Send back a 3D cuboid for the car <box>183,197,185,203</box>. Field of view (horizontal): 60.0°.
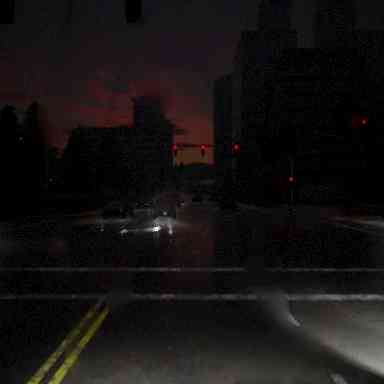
[{"bbox_3d":[-2.504,1.553,66.535,1.895,1.301,4.718,0,0,1],"label":"car"}]

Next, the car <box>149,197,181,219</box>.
[{"bbox_3d":[-2.441,1.471,29.185,2.128,1.511,4.902,0,0,-6],"label":"car"}]

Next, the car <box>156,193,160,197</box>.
[{"bbox_3d":[-5.976,1.175,67.797,2.150,2.045,5.566,0,0,1],"label":"car"}]

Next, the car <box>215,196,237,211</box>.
[{"bbox_3d":[4.376,1.518,40.982,2.033,1.411,5.357,0,0,0],"label":"car"}]

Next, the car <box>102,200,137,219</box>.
[{"bbox_3d":[-6.453,1.456,29.389,1.882,1.535,5.008,0,0,1],"label":"car"}]

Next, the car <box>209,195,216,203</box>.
[{"bbox_3d":[4.552,1.428,68.651,1.882,1.535,5.008,0,0,1],"label":"car"}]

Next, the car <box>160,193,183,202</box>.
[{"bbox_3d":[-2.760,1.189,46.570,2.150,2.045,5.566,0,0,1],"label":"car"}]

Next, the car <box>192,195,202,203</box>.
[{"bbox_3d":[1.032,1.303,67.728,2.097,1.767,4.553,0,0,1],"label":"car"}]

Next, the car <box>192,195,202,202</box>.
[{"bbox_3d":[1.119,1.468,76.792,2.128,1.511,4.902,0,0,1],"label":"car"}]

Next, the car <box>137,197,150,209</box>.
[{"bbox_3d":[-6.287,1.474,44.235,1.837,1.490,4.892,0,0,1],"label":"car"}]
